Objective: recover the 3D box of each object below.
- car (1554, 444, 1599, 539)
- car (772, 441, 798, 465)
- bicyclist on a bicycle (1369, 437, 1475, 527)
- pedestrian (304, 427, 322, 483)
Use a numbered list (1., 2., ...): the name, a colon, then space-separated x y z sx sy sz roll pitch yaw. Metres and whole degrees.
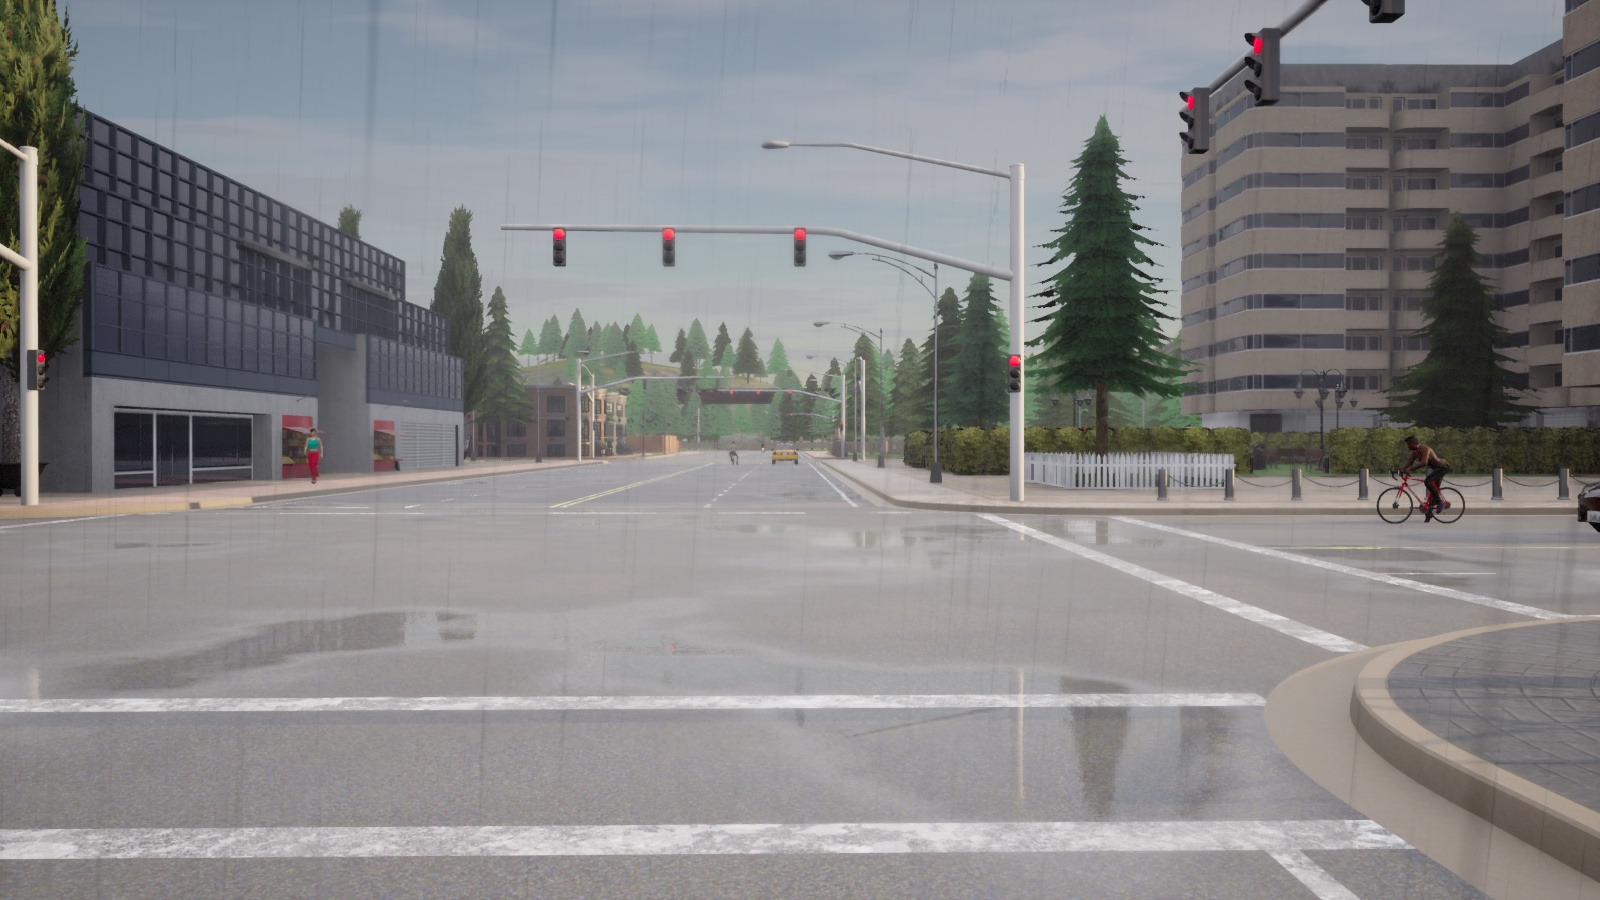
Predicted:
1. car: 14.827 0.647 19.625 4.792 1.488 2.163 0 0 -1
2. car: -1.048 0.189 87.747 1.801 1.575 5.366 0 0 -1
3. bicyclist on a bicycle: 11.414 0.578 23.080 1.656 1.620 0.582 0 0 -1
4. pedestrian: -15.892 0.161 40.986 0.345 1.836 0.594 0 0 -1
